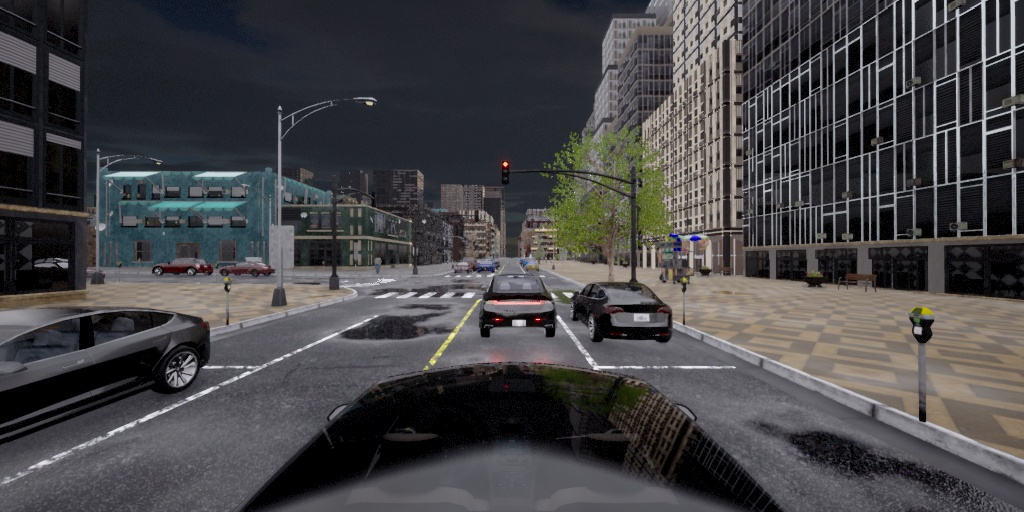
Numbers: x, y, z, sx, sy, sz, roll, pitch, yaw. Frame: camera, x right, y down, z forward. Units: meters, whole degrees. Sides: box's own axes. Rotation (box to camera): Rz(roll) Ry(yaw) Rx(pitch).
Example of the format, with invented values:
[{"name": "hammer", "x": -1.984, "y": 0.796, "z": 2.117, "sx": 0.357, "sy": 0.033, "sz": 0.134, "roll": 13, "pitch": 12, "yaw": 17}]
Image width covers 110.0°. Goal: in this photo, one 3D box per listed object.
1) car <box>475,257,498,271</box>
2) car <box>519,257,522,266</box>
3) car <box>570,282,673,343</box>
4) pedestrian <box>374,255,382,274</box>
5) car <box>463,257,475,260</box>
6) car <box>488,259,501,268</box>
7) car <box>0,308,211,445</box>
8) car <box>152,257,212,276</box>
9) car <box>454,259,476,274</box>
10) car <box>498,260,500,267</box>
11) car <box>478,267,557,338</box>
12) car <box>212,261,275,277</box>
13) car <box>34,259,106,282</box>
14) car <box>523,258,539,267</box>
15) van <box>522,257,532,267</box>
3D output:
[{"name": "car", "x": -3.083, "y": 1.232, "z": 43.687, "sx": 1.882, "sy": 1.535, "sz": 5.008, "roll": 0, "pitch": 0, "yaw": 0}, {"name": "car", "x": 2.717, "y": 1.308, "z": 64.218, "sx": 2.007, "sy": 1.370, "sz": 4.403, "roll": 0, "pitch": 0, "yaw": 0}, {"name": "car", "x": 2.694, "y": 1.316, "z": 9.536, "sx": 1.948, "sy": 1.339, "sz": 4.313, "roll": 0, "pitch": 0, "yaw": 0}, {"name": "pedestrian", "x": -12.736, "y": 0.790, "z": 34.023, "sx": 0.375, "sy": 1.860, "sz": 0.375, "roll": 0, "pitch": -1, "yaw": -1}, {"name": "car", "x": -5.670, "y": 1.069, "z": 47.566, "sx": 2.192, "sy": 1.841, "sz": 5.009, "roll": 0, "pitch": 0, "yaw": 0}, {"name": "car", "x": -3.034, "y": 1.305, "z": 63.986, "sx": 2.033, "sy": 1.411, "sz": 5.357, "roll": 0, "pitch": 0, "yaw": 1}, {"name": "car", "x": -5.689, "y": 1.316, "z": 4.000, "sx": 1.948, "sy": 1.339, "sz": 4.313, "roll": 0, "pitch": 0, "yaw": 0}, {"name": "car", "x": -28.357, "y": 0.880, "z": 30.860, "sx": 4.097, "sy": 1.591, "sz": 1.967, "roll": 0, "pitch": 0, "yaw": -1}, {"name": "car", "x": -5.673, "y": 1.336, "z": 42.015, "sx": 1.802, "sy": 1.307, "sz": 4.207, "roll": 0, "pitch": 0, "yaw": 0}, {"name": "car", "x": -3.057, "y": 1.320, "z": 53.538, "sx": 1.994, "sy": 1.385, "sz": 4.181, "roll": 0, "pitch": 0, "yaw": 1}, {"name": "car", "x": 0.114, "y": 1.242, "z": 10.207, "sx": 2.128, "sy": 1.511, "sz": 4.902, "roll": 0, "pitch": 0, "yaw": -1}, {"name": "car", "x": -22.809, "y": 1.091, "z": 30.936, "sx": 4.207, "sy": 1.307, "sz": 1.802, "roll": 0, "pitch": 0, "yaw": -1}, {"name": "car", "x": -28.242, "y": 0.981, "z": 22.481, "sx": 4.207, "sy": 1.307, "sz": 1.802, "roll": 0, "pitch": 0, "yaw": -1}, {"name": "car", "x": 2.710, "y": 1.280, "z": 47.735, "sx": 1.751, "sy": 1.417, "sz": 4.829, "roll": 0, "pitch": 0, "yaw": 0}, {"name": "van", "x": 2.713, "y": 1.096, "z": 53.116, "sx": 1.690, "sy": 1.789, "sz": 3.998, "roll": 0, "pitch": 0, "yaw": 0}]
